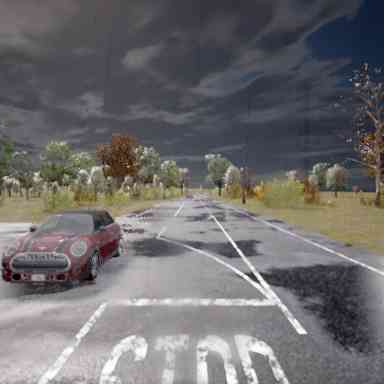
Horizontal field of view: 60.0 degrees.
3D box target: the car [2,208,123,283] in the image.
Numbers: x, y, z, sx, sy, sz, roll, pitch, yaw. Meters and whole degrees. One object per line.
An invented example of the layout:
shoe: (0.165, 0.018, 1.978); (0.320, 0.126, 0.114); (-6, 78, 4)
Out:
car: (-3.472, 1.345, 9.793); (2.097, 1.767, 4.553); (0, 0, 0)
